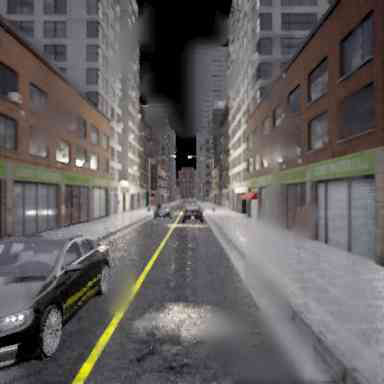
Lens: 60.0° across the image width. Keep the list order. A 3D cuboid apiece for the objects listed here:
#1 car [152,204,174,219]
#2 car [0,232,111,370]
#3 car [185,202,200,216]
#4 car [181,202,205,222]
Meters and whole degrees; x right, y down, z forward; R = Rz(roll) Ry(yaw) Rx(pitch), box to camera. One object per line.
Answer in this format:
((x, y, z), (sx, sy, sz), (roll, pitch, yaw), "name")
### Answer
((-2.874, 1.964, 34.022), (1.837, 1.490, 4.892), (0, -1, 0), "car")
((-2.854, 1.574, 6.146), (2.128, 1.511, 4.902), (0, -1, 0), "car")
((0.053, 2.067, 41.144), (1.837, 1.490, 4.892), (0, 0, 0), "car")
((0.066, 1.911, 30.121), (1.837, 1.490, 4.892), (0, -1, 0), "car")
